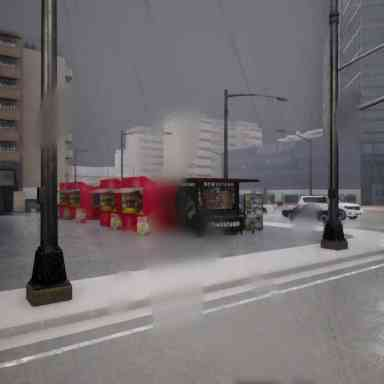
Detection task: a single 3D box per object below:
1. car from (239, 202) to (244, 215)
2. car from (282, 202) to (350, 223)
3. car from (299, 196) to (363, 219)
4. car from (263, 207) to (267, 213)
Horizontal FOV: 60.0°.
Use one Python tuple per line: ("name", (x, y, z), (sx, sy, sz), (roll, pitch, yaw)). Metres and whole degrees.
("car", (3.994, 1.769, 34.494), (2.033, 1.411, 5.357), (0, -1, -37))
("car", (9.676, 1.707, 26.696), (1.895, 1.301, 4.718), (0, -1, -37))
("car", (12.005, 1.339, 29.426), (2.150, 2.045, 5.566), (0, -1, -36))
("car", (5.984, 1.789, 37.717), (2.033, 1.411, 5.357), (0, -1, -36))
